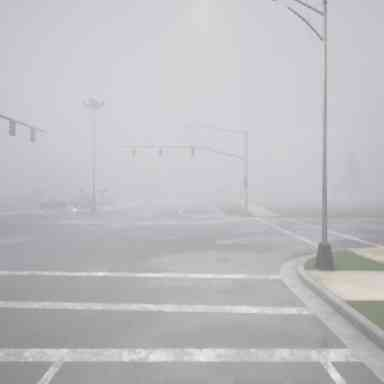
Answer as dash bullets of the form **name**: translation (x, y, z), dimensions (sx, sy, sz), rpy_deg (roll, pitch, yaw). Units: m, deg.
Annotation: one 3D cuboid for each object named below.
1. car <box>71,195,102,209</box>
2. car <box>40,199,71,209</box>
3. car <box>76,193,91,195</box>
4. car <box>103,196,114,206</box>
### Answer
- **car**: translation (-14.451, 1.510, 45.493), dimensions (2.033, 1.411, 5.357), rpy_deg (0, 0, 1)
- **car**: translation (-17.990, 1.565, 43.560), dimensions (1.895, 1.301, 4.718), rpy_deg (0, 0, 1)
- **car**: translation (-17.833, 1.179, 53.973), dimensions (2.150, 2.045, 5.566), rpy_deg (0, 0, 1)
- **car**: translation (-14.311, 1.481, 55.136), dimensions (1.812, 1.442, 4.674), rpy_deg (0, 0, 1)
